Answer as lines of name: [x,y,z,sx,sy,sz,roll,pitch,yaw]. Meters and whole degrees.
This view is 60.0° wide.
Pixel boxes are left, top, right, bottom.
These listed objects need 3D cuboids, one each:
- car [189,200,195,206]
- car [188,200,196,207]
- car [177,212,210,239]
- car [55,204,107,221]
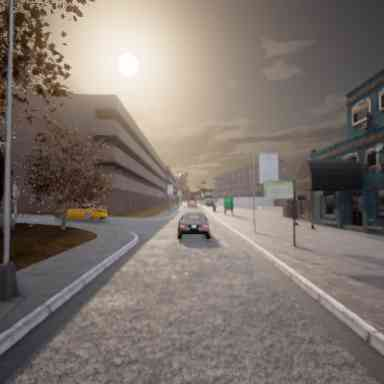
car: [-0.001,2.940,89.893,1.812,1.442,4.674,0,-1,0]
car: [-0.001,2.783,79.849,2.097,1.767,4.553,0,-1,0]
car: [0.100,1.915,19.809,2.033,1.411,5.357,0,-2,0]
car: [-10.380,1.873,31.031,5.008,1.535,1.882,1,-3,17]
